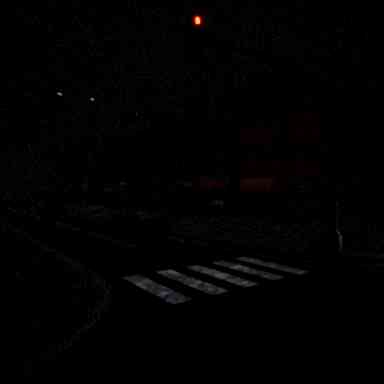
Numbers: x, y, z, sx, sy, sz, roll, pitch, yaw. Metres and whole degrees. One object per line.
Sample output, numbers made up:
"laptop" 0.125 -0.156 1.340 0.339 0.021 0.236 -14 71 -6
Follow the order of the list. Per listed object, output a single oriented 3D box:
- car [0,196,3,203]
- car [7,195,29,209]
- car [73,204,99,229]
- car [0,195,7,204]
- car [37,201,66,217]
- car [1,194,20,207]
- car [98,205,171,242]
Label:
"car" -39.302 1.511 66.791 1.802 1.307 4.206 0 0 -36
"car" -22.673 1.481 43.769 1.947 1.339 4.313 0 0 -36
"car" -6.144 1.461 20.888 1.752 1.417 4.829 0 0 -36
"car" -35.977 1.366 62.186 1.967 1.590 4.097 0 0 -36
"car" -12.697 1.486 29.958 1.947 1.339 4.313 0 0 -36
"car" -26.001 1.233 48.374 2.192 1.841 5.009 0 0 -36
"car" -2.719 1.492 16.146 1.887 1.381 4.507 0 0 -36
